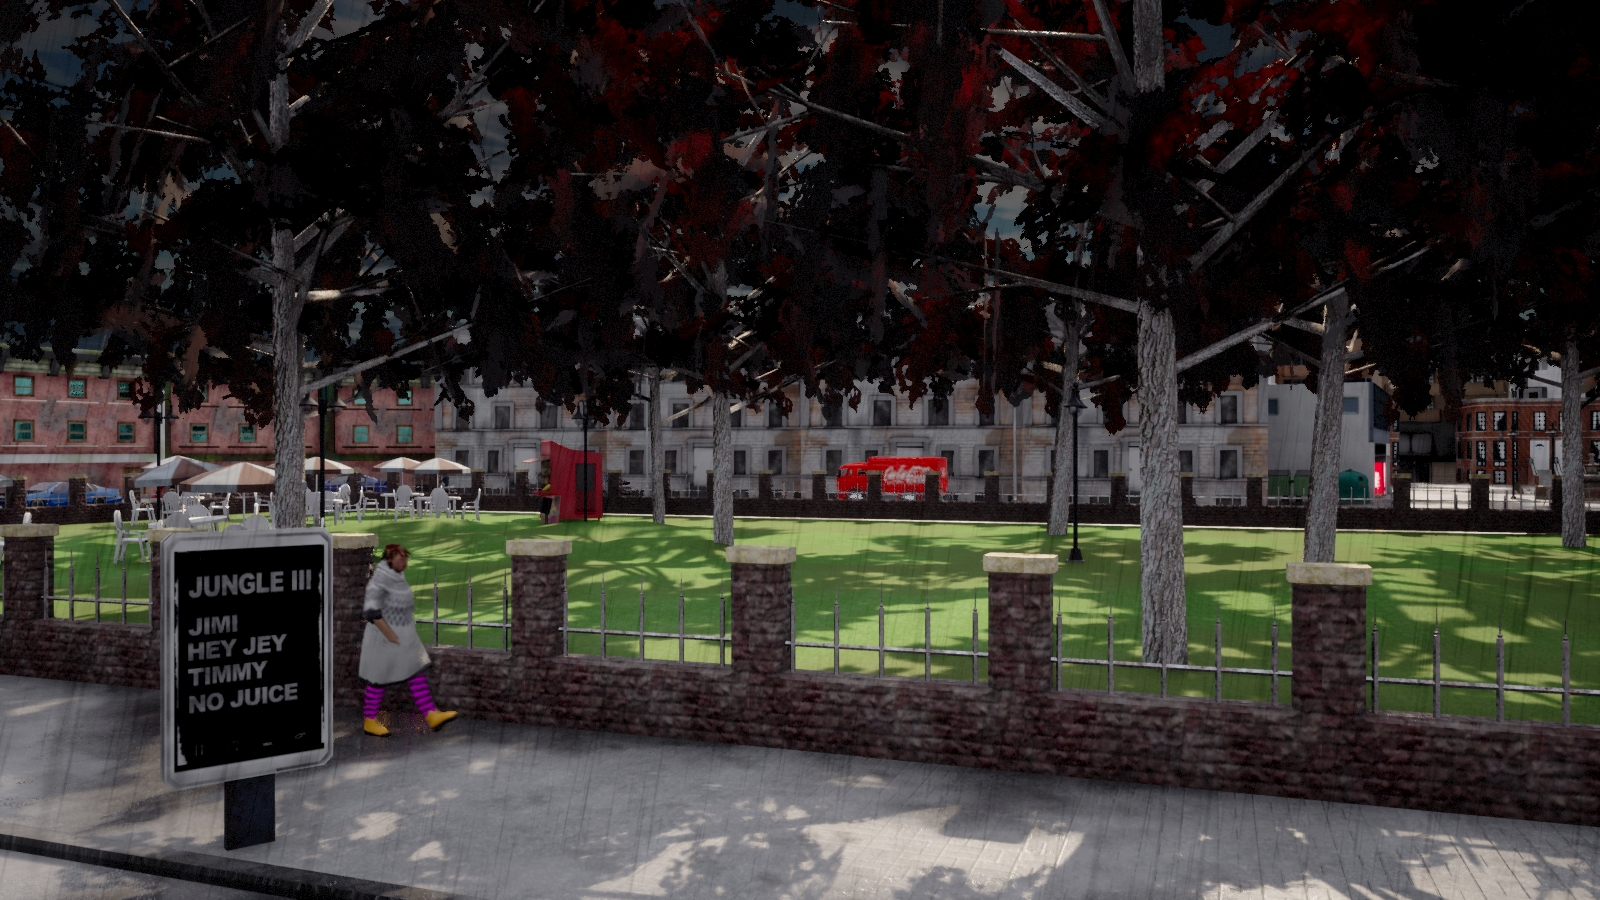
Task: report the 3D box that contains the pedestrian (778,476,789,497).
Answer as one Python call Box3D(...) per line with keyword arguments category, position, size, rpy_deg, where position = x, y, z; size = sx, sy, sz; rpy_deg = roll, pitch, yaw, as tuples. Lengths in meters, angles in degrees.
Box3D(category="pedestrian", position=(-0.871, 1.913, 60.775), size=(0.500, 1.100, 0.500), rpy_deg=(0, 0, 7))

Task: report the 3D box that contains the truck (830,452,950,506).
Box3D(category="truck", position=(4.316, 1.350, 54.682), size=(5.204, 2.467, 2.627), rpy_deg=(0, 0, 20))

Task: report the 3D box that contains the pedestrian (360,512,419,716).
Box3D(category="pedestrian", position=(-3.867, 1.526, 10.770), size=(0.375, 1.860, 0.375), rpy_deg=(0, 0, 15))
